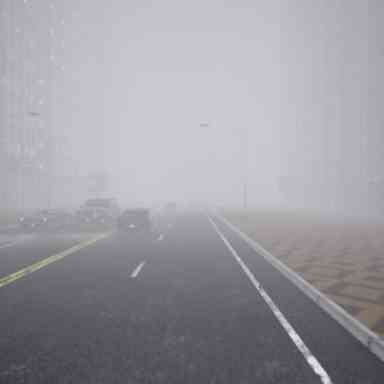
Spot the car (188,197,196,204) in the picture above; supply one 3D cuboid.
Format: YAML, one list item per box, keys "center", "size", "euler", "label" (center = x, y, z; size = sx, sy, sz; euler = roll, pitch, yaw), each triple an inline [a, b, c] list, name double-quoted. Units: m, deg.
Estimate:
- center: [0.025, 2.020, 79.465]
  size: [1.994, 1.385, 4.181]
  euler: [0, 0, 0]
  label: "car"

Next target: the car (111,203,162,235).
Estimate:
- center: [-3.142, 1.640, 19.805]
  size: [1.882, 1.535, 5.008]
  euler: [0, 0, 0]
  label: "car"

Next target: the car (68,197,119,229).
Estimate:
- center: [-6.589, 1.417, 23.814]
  size: [2.150, 2.045, 5.566]
  euler: [0, 0, 0]
  label: "car"

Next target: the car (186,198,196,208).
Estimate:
- center: [0.019, 1.956, 58.301]
  size: [1.882, 1.535, 5.008]
  euler: [0, 0, 0]
  label: "car"

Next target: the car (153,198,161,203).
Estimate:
- center: [-6.489, 1.996, 64.695]
  size: [1.882, 1.535, 5.008]
  euler: [0, 0, 0]
  label: "car"

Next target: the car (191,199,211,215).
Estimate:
- center: [1.150, 1.846, 38.974]
  size: [1.812, 1.442, 4.674]
  euler: [0, 0, 0]
  label: "car"

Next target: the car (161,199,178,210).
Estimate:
- center: [-3.134, 1.973, 49.879]
  size: [1.994, 1.385, 4.181]
  euler: [0, 0, 0]
  label: "car"

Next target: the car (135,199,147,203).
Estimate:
- center: [-9.739, 2.088, 63.660]
  size: [1.994, 1.385, 4.181]
  euler: [0, 0, 0]
  label: "car"

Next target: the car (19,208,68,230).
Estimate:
- center: [-9.840, 1.788, 22.801]
  size: [1.895, 1.301, 4.718]
  euler: [0, 0, 0]
  label: "car"
